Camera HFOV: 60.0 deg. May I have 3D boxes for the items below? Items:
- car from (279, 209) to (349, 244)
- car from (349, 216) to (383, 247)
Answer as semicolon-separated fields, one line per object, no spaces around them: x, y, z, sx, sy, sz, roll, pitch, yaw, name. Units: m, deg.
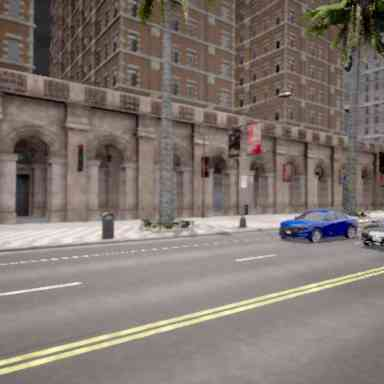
6.645;1.681;17.317;5.008;1.535;1.882;1;-1;-35;car
9.627;1.711;15.141;4.902;1.511;2.128;1;-1;-35;car
